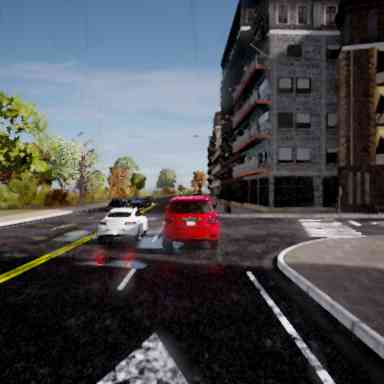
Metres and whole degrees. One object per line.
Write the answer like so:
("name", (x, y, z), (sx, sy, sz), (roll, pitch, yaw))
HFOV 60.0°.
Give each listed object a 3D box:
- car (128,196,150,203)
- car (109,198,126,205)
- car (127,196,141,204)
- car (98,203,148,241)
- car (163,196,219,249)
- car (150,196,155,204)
("car", (-7.698, 1.517, 47.844), (2.033, 1.411, 5.357), (0, 0, -2))
("car", (-10.982, 1.535, 49.165), (1.994, 1.385, 4.181), (0, 0, -2))
("car", (-11.417, 1.502, 65.901), (2.033, 1.411, 5.357), (0, 0, -1))
("car", (-3.329, 1.510, 16.571), (1.812, 1.442, 4.674), (0, 0, -1))
("car", (-0.068, 1.178, 14.712), (2.150, 2.045, 5.566), (-1, 1, -1))
("car", (-8.140, 1.462, 64.313), (1.837, 1.490, 4.892), (0, 0, -1))
